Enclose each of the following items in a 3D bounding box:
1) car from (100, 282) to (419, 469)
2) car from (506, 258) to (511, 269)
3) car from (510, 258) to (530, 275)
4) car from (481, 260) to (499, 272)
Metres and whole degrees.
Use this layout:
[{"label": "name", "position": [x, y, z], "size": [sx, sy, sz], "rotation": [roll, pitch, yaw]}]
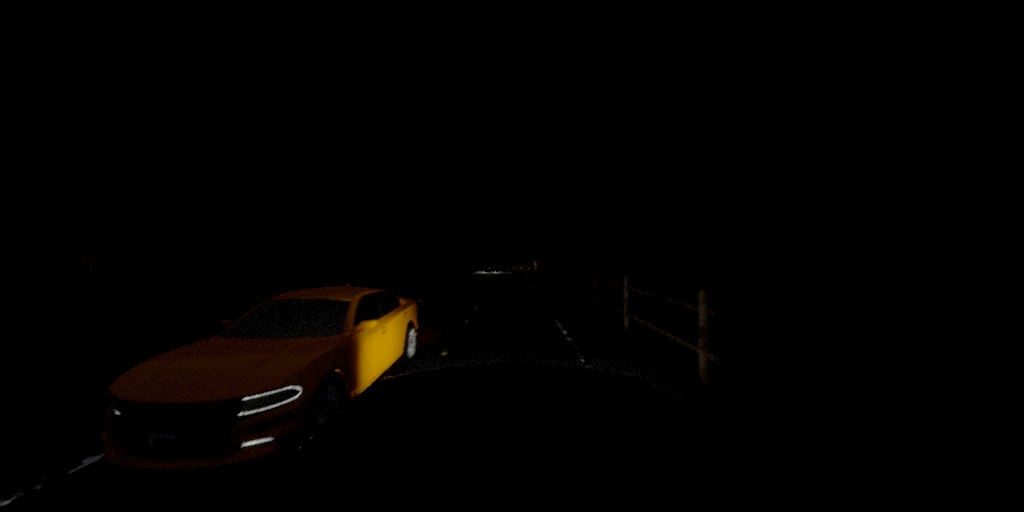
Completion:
[{"label": "car", "position": [-2.849, 1.227, 5.423], "size": [1.882, 1.535, 5.008], "rotation": [0, 0, 0]}, {"label": "car", "position": [0.004, 1.317, 57.319], "size": [2.033, 1.411, 5.357], "rotation": [0, 0, 0]}, {"label": "car", "position": [0.965, 1.211, 38.746], "size": [1.801, 1.575, 5.366], "rotation": [0, 0, 0]}, {"label": "car", "position": [-2.826, 1.264, 46.922], "size": [1.837, 1.490, 4.892], "rotation": [0, 0, 0]}]
